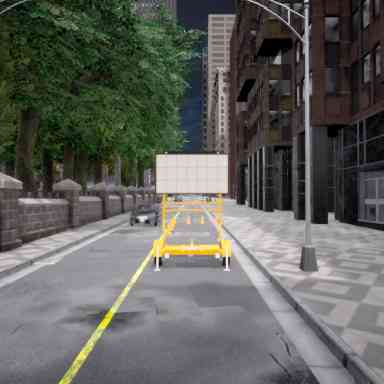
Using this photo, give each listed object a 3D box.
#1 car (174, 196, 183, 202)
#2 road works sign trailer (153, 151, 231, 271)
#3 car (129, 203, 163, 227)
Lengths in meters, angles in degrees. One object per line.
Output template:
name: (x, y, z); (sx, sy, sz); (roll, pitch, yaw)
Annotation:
car: (-2.966, 1.634, 72.763); (1.882, 1.535, 5.008); (0, 0, 0)
road works sign trailer: (0.006, 0.472, 10.919); (2.380, 3.560, 2.880); (0, 0, 0)
car: (-3.089, 1.516, 23.099); (2.128, 1.511, 4.902); (0, 0, 0)
